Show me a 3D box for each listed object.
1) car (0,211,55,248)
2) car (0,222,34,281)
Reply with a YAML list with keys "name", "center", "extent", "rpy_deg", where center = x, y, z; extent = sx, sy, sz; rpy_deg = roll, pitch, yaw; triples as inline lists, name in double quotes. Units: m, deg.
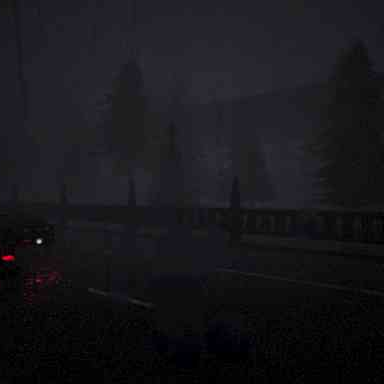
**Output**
- name: "car"
  center: [-7.591, 1.545, 13.670]
  extent: [4.892, 1.490, 1.837]
  rpy_deg: [0, 0, 36]
- name: "car"
  center: [-6.548, 1.576, 8.590]
  extent: [5.357, 1.411, 2.033]
  rpy_deg: [0, 0, 36]
